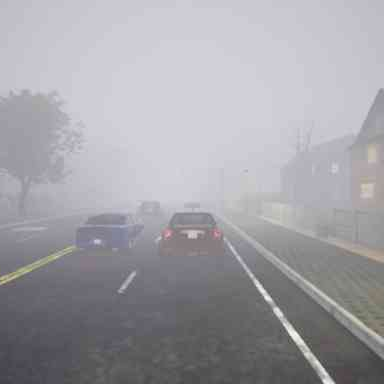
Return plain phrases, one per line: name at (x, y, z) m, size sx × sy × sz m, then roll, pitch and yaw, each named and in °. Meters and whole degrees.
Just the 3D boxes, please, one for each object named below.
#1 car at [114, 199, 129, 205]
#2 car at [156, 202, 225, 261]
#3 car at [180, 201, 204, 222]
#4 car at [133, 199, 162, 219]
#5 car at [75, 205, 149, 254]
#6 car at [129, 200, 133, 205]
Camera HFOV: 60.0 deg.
car at (-9.794, 1.731, 47.583) m, size 2.033 × 1.411 × 5.357 m, roll 0°, pitch 0°, yaw 0°
car at (0.038, 1.395, 12.543) m, size 2.097 × 1.767 × 4.553 m, roll 0°, pitch 0°, yaw 0°
car at (0.040, 1.582, 28.790) m, size 1.882 × 1.535 × 5.008 m, roll 0°, pitch 0°, yaw 0°
car at (-3.218, 1.451, 27.546) m, size 2.097 × 1.767 × 4.553 m, roll 0°, pitch 0°, yaw 0°
car at (-3.202, 1.526, 13.804) m, size 1.882 × 1.535 × 5.008 m, roll 0°, pitch 0°, yaw 0°
car at (-6.573, 1.646, 44.171) m, size 1.882 × 1.535 × 5.008 m, roll 0°, pitch -1°, yaw 0°
